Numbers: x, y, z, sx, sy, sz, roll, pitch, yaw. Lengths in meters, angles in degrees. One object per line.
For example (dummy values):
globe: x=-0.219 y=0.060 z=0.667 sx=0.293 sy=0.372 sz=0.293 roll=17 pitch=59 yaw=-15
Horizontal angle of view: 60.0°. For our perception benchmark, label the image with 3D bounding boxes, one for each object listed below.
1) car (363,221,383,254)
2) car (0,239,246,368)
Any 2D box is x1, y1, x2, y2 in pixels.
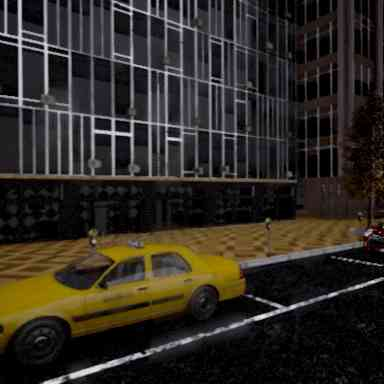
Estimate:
car: x=8.164 y=1.466 z=12.427 sx=4.097 sy=1.590 sz=1.967 roll=0 pitch=-1 yaw=-36
car: x=-1.215 y=1.529 z=5.708 sx=4.829 sy=1.417 sz=1.752 roll=0 pitch=-1 yaw=-36
